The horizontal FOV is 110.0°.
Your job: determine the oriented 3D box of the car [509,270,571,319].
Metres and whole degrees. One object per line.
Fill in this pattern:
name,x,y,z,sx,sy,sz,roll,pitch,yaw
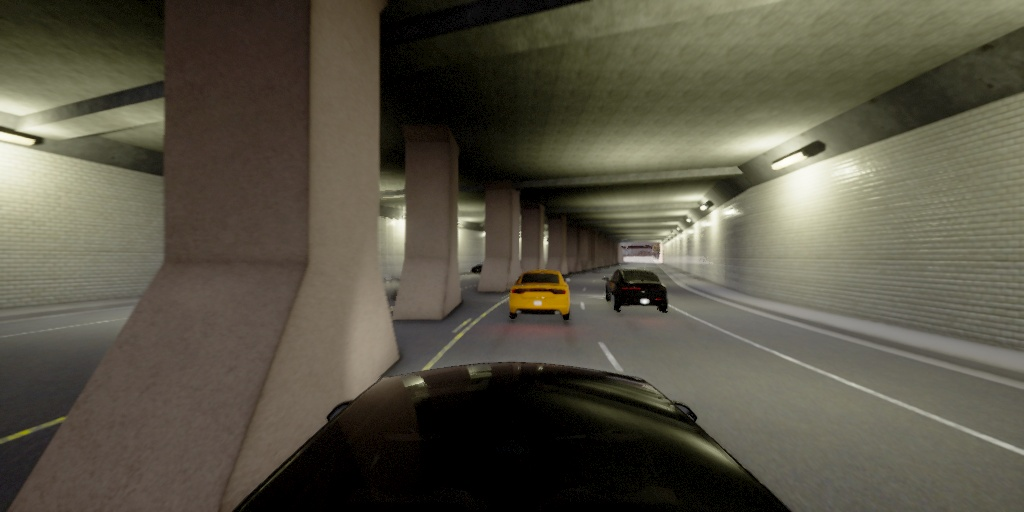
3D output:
car,1.074,1.224,12.908,1.882,1.535,5.008,0,0,7

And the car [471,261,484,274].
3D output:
car,-2.830,1.261,38.848,1.994,1.385,4.181,0,0,21

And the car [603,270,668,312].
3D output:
car,4.858,1.275,14.444,1.837,1.490,4.892,0,0,9
